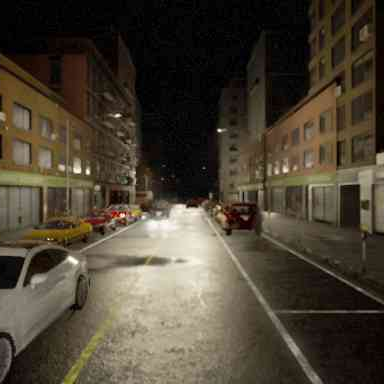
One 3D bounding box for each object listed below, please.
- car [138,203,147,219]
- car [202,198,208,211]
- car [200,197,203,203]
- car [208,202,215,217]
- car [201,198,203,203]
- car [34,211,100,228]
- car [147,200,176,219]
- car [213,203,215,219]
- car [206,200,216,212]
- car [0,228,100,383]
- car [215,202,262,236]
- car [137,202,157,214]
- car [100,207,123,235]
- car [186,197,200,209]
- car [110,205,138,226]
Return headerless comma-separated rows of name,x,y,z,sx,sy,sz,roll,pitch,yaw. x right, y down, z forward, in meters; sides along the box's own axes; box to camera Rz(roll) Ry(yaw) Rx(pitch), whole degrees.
car,-5.668,1.863,30.855,1.752,1.417,4.829,-1,-1,0
car,2.859,1.979,47.514,1.967,1.590,4.097,-1,-1,0
car,2.862,2.278,64.174,1.752,1.417,4.829,-1,-1,0
car,2.857,1.889,31.024,2.008,1.369,4.403,-1,-1,0
car,2.860,2.048,53.011,1.967,1.590,4.097,-1,-1,0
car,-5.671,1.677,14.366,1.752,1.417,4.829,0,-1,0
car,-3.067,1.857,33.206,2.128,1.511,4.902,0,-1,0
car,2.856,1.802,25.698,1.752,1.417,4.829,-1,-1,0
car,2.858,1.949,36.520,1.887,1.381,4.507,-1,-1,0
car,-3.090,1.582,5.341,1.812,1.442,4.674,0,-1,0
car,2.854,1.528,20.034,2.192,1.841,5.009,-1,-1,0
car,-5.666,2.017,42.018,1.887,1.381,4.507,-1,-1,0
car,-5.669,1.796,20.032,1.802,1.307,4.206,-1,-1,0
car,0.013,2.146,57.709,1.882,1.535,5.008,0,-1,0
car,-5.670,1.716,25.531,1.967,1.590,4.097,-1,-1,0
